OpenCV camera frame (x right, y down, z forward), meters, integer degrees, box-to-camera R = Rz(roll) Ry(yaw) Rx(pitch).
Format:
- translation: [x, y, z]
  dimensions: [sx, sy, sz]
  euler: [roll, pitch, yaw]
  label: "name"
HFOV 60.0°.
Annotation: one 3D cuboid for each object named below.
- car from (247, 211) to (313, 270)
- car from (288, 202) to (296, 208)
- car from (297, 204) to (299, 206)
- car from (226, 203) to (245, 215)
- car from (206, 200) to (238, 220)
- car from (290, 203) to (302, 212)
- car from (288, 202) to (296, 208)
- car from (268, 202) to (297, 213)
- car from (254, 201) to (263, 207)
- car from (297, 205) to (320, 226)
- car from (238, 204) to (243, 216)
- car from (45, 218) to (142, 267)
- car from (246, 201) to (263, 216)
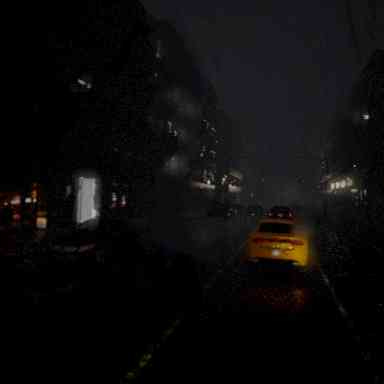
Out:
- translation: [3.171, 1.725, 12.323]
  dimensions: [1.882, 1.535, 5.008]
  euler: [2, -1, 15]
  label: "car"
- translation: [25.739, 3.375, 85.455]
  dimensions: [1.752, 1.417, 4.829]
  euler: [2, 0, 15]
  label: "car"
- translation: [13.865, 2.506, 41.790]
  dimensions: [1.887, 1.381, 4.507]
  euler: [2, 0, 15]
  label: "car"
- translation: [5.786, 2.192, 43.997]
  dimensions: [1.887, 1.381, 4.507]
  euler: [2, 0, 15]
  label: "car"
- translation: [2.840, 1.740, 33.123]
  dimensions: [2.192, 1.841, 5.009]
  euler: [2, 0, 15]
  label: "car"
- translation: [19.779, 2.956, 63.540]
  dimensions: [2.008, 1.369, 4.403]
  euler: [2, 0, 15]
  label: "car"
- translation: [27.170, 3.523, 90.729]
  dimensions: [1.947, 1.339, 4.313]
  euler: [2, 0, 15]
  label: "car"
- translation: [7.487, 1.923, 28.172]
  dimensions: [2.097, 1.767, 4.553]
  euler: [2, -1, 15]
  label: "car"
- translation: [17.614, 3.083, 87.498]
  dimensions: [2.008, 1.369, 4.403]
  euler: [2, 0, 15]
  label: "car"
- translation: [10.953, 2.268, 31.078]
  dimensions: [1.752, 1.417, 4.829]
  euler: [2, 0, 15]
  label: "car"
- translation: [4.312, 1.976, 38.559]
  dimensions: [1.967, 1.590, 4.097]
  euler: [2, 0, 15]
  label: "car"
- translation: [-3.087, 1.561, 11.370]
  dimensions: [1.802, 1.307, 4.206]
  euler: [2, 0, 15]
  label: "car"
- translation: [7.859, 2.257, 41.451]
  dimensions: [2.033, 1.411, 5.357]
  euler: [2, -1, 16]
  label: "car"
